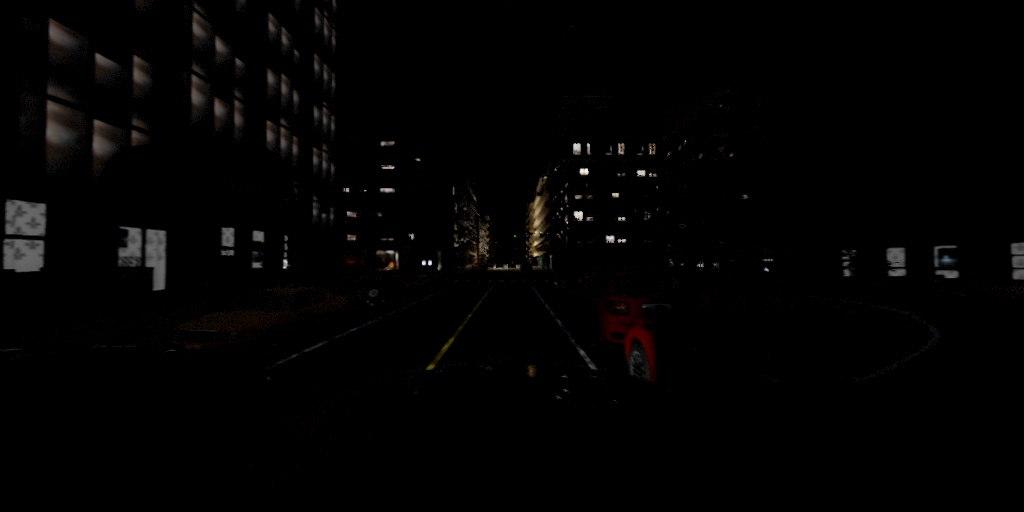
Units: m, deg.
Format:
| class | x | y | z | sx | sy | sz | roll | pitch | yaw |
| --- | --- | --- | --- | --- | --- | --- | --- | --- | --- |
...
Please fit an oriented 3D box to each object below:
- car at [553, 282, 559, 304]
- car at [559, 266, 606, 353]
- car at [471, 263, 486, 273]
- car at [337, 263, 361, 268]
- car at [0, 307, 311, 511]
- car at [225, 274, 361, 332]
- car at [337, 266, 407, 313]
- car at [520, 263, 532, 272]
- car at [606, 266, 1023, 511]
| class | x | y | z | sx | sy | sz | roll | pitch | yaw |
| --- | --- | --- | --- | --- | --- | --- | --- | --- | --- |
| car | 2.689 | 1.447 | 14.528 | 1.888 | 1.381 | 4.507 | 0 | 0 | 0 |
| car | 2.690 | 1.151 | 8.968 | 2.192 | 1.841 | 5.009 | 0 | 0 | 0 |
| car | -5.700 | 1.947 | 57.880 | 1.751 | 1.417 | 4.829 | 0 | 0 | 0 |
| car | -17.270 | 1.452 | 38.910 | 4.507 | 1.381 | 1.888 | 0 | 0 | 0 |
| car | -3.100 | 1.273 | 1.521 | 1.812 | 1.442 | 4.674 | 0 | -1 | 0 |
| car | -5.690 | 1.362 | 8.798 | 1.751 | 1.417 | 4.829 | 0 | 0 | 0 |
| car | -5.691 | 1.342 | 14.527 | 1.967 | 1.591 | 4.097 | 0 | 0 | 0 |
| car | 2.680 | 2.032 | 63.560 | 1.888 | 1.381 | 4.507 | 0 | 0 | 0 |
| car | 2.691 | 1.085 | 3.409 | 2.192 | 1.841 | 5.009 | 0 | 0 | 0 |
